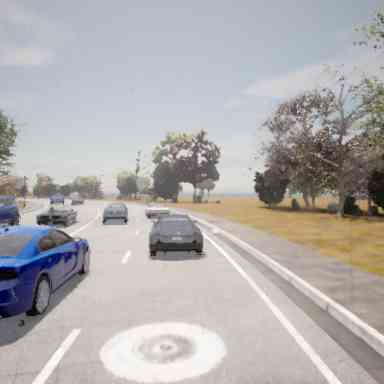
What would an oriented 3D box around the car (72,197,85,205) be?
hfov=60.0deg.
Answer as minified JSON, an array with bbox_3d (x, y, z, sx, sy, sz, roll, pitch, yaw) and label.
[{"bbox_3d":[-21.177,1.611,61.695,2.033,1.411,5.357,0,0,-25],"label":"car"}]

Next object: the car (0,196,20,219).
[{"bbox_3d":[-12.224,1.255,19.944,2.150,2.045,5.566,0,0,-9],"label":"car"}]

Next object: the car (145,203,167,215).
[{"bbox_3d":[-3.268,1.630,30.440,1.895,1.301,4.718,0,0,-12],"label":"car"}]

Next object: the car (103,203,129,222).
[{"bbox_3d":[-6.015,1.576,26.406,2.033,1.411,5.357,0,0,-10],"label":"car"}]

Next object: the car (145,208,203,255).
[{"bbox_3d":[-0.705,1.575,13.439,1.994,1.385,4.181,0,0,-5],"label":"car"}]

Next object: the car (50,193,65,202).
[{"bbox_3d":[-23.923,1.285,59.264,2.150,2.045,5.566,0,0,-24],"label":"car"}]

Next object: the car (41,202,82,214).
[{"bbox_3d":[-9.159,1.632,22.880,1.895,1.301,4.718,0,0,-9],"label":"car"}]

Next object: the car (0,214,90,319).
[{"bbox_3d":[-3.737,1.491,7.491,1.882,1.535,5.008,0,0,-3],"label":"car"}]
